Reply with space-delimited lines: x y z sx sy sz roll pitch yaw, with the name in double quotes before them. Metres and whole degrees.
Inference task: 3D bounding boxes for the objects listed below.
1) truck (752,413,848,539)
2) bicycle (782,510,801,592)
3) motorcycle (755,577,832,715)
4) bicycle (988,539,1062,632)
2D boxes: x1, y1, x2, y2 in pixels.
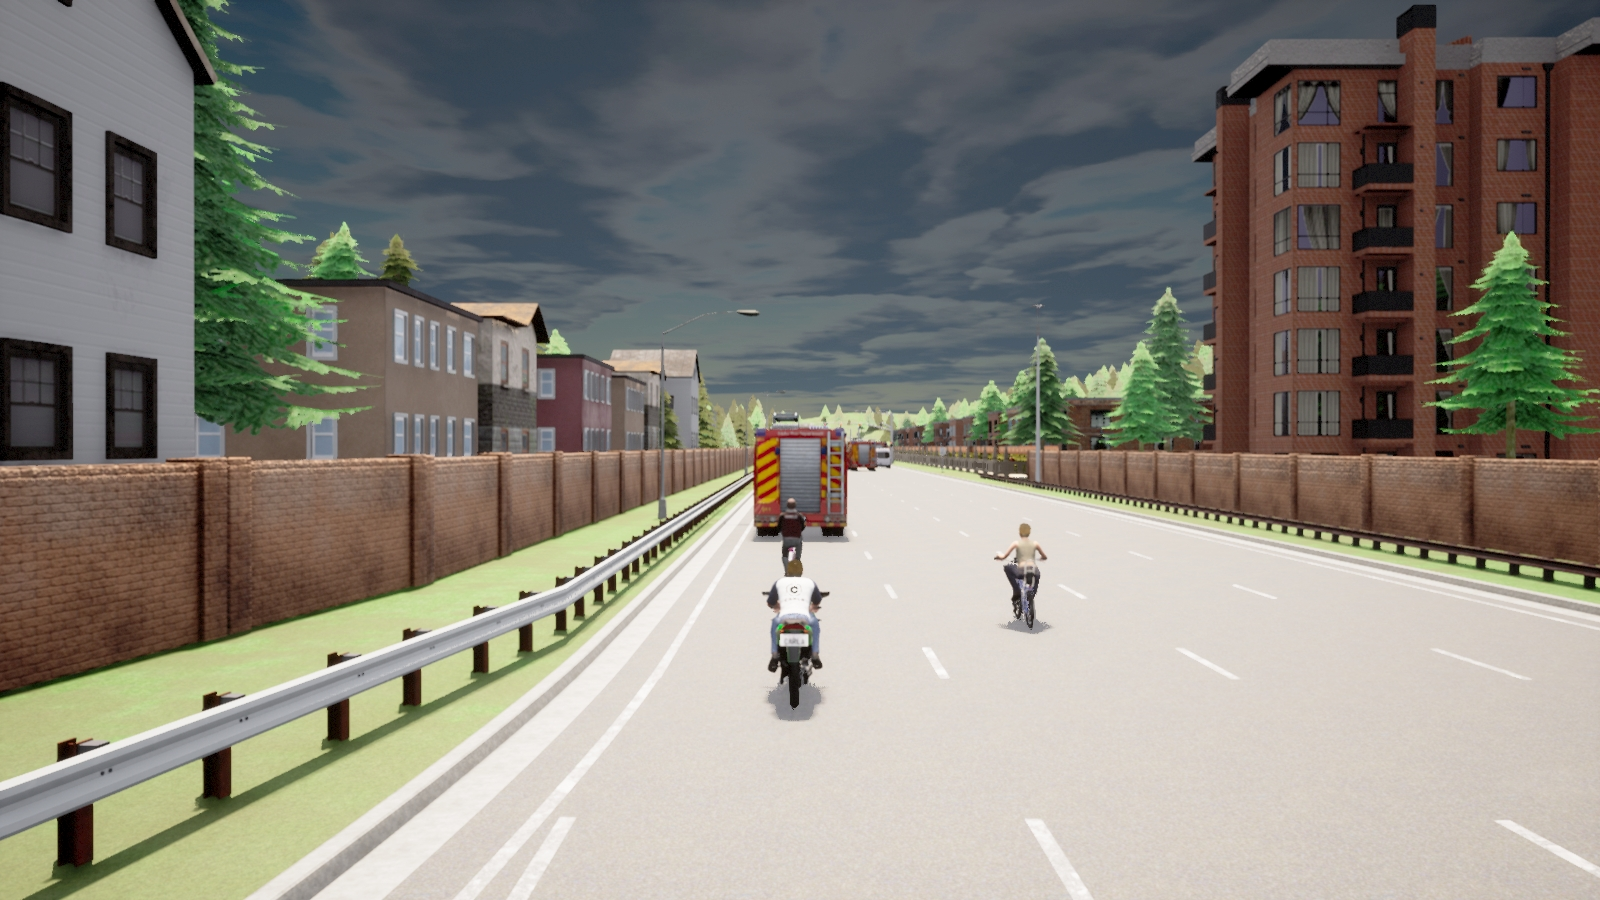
"truck" -0.001 0.767 38.790 2.891 3.827 8.468 0 0 0
"bicycle" -0.168 1.985 22.883 0.329 1.471 1.835 0 1 1
"motorcycle" -0.056 2.142 12.831 0.803 1.199 2.033 0 0 1
"bicycle" 3.502 2.098 17.919 0.859 1.277 1.487 0 0 0
